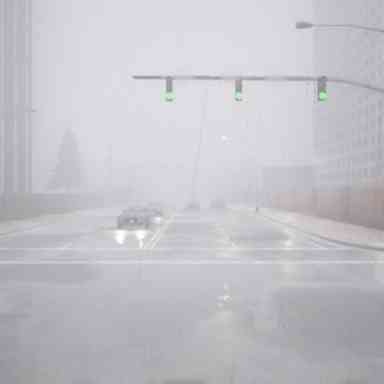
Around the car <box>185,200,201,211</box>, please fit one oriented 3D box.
[{"bbox_3d":[0.111,1.609,41.519,1.895,1.301,4.718,0,0,0],"label":"car"}]

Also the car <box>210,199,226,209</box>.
[{"bbox_3d":[3.512,1.610,46.044,1.895,1.301,4.718,0,0,0],"label":"car"}]

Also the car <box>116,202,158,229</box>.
[{"bbox_3d":[-3.593,1.568,21.816,1.994,1.385,4.181,0,0,0],"label":"car"}]

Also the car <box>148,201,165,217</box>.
[{"bbox_3d":[-3.588,1.554,32.117,2.033,1.411,5.357,0,0,-1],"label":"car"}]
